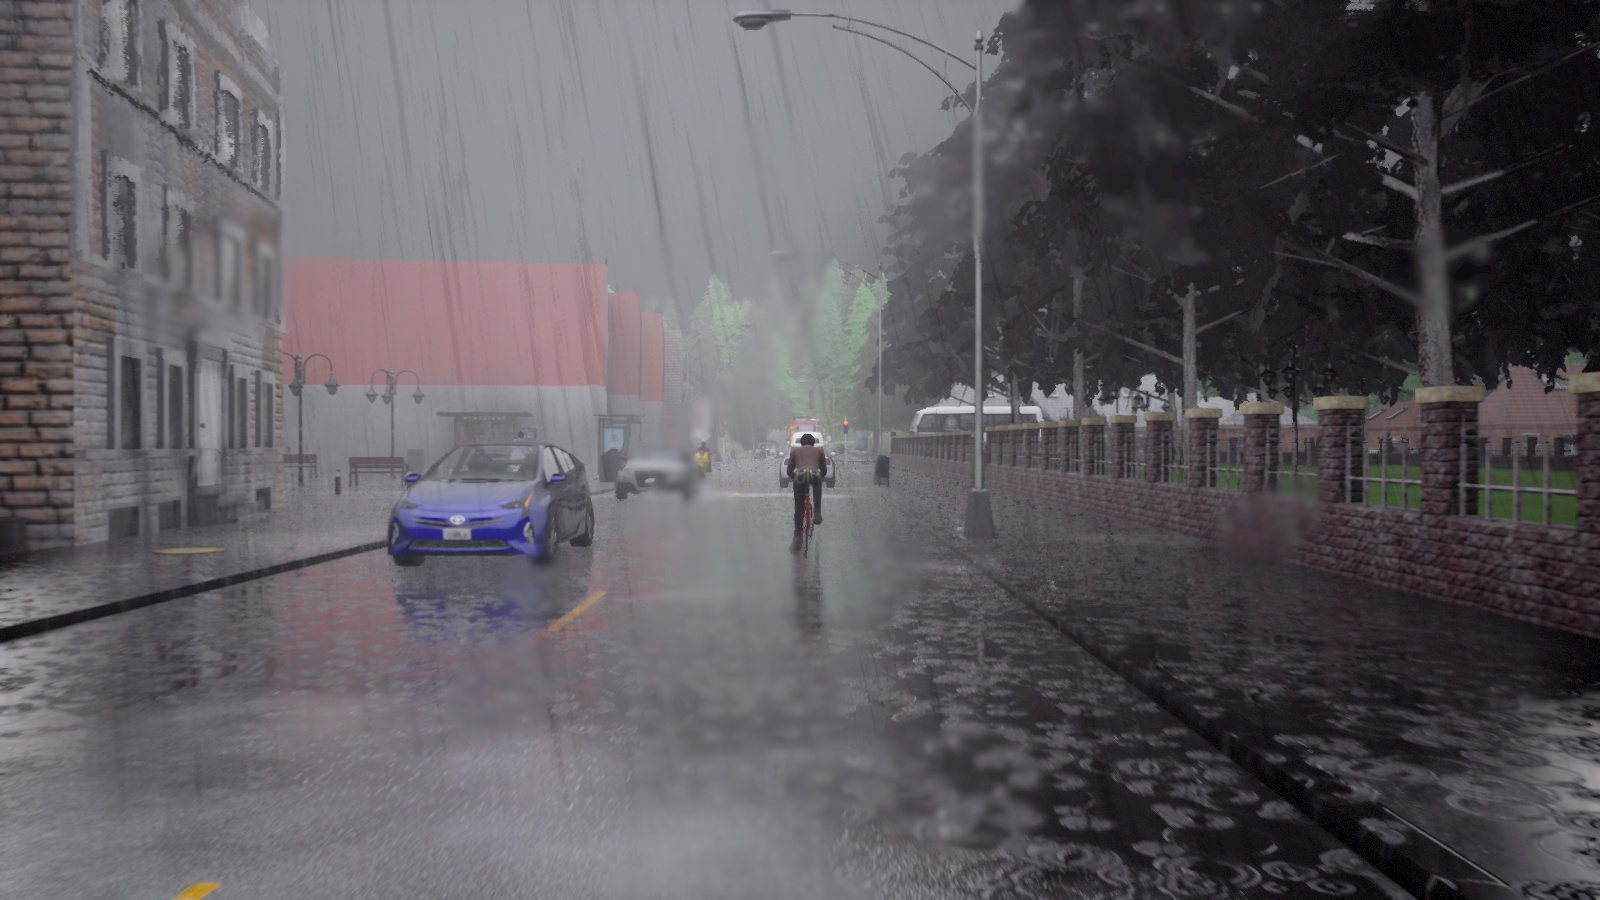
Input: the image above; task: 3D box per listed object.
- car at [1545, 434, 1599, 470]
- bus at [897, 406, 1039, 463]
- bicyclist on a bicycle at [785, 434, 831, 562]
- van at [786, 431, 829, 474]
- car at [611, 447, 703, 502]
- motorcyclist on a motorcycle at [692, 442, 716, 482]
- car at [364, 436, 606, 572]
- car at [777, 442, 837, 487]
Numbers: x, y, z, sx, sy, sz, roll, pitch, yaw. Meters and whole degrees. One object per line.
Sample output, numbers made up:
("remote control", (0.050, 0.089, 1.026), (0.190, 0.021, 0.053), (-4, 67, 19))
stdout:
("car", (45.687, 0.095, 72.284), (2.150, 2.045, 5.566), (0, 0, -2))
("bus", (12.585, -1.155, 94.950), (10.273, 4.253, 3.944), (0, 0, 0))
("bicyclist on a bicycle", (0.102, 0.606, 16.668), (0.582, 1.620, 1.656), (0, 0, 0))
("van", (0.375, 0.122, 61.920), (2.069, 2.038, 4.480), (0, 0, 0))
("car", (-3.806, 0.615, 34.105), (1.994, 1.385, 4.181), (0, 0, 0))
("motorcyclist on a motorcycle", (-3.711, 0.451, 48.674), (0.797, 1.523, 2.044), (0, 0, 0))
("car", (-3.899, 0.598, 16.401), (2.007, 1.525, 4.514), (0, 0, 0))
("car", (0.255, 0.468, 43.323), (1.970, 1.475, 3.806), (0, 0, 0))
